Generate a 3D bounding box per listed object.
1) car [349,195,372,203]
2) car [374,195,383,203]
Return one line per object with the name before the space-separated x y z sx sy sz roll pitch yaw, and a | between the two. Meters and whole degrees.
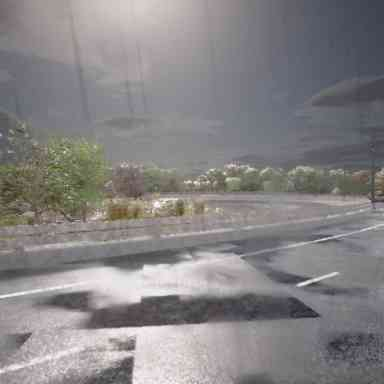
car | 39.867 1.775 78.884 2.033 1.411 5.357 0 0 5
car | 43.271 1.765 77.809 2.033 1.411 5.357 0 0 5
